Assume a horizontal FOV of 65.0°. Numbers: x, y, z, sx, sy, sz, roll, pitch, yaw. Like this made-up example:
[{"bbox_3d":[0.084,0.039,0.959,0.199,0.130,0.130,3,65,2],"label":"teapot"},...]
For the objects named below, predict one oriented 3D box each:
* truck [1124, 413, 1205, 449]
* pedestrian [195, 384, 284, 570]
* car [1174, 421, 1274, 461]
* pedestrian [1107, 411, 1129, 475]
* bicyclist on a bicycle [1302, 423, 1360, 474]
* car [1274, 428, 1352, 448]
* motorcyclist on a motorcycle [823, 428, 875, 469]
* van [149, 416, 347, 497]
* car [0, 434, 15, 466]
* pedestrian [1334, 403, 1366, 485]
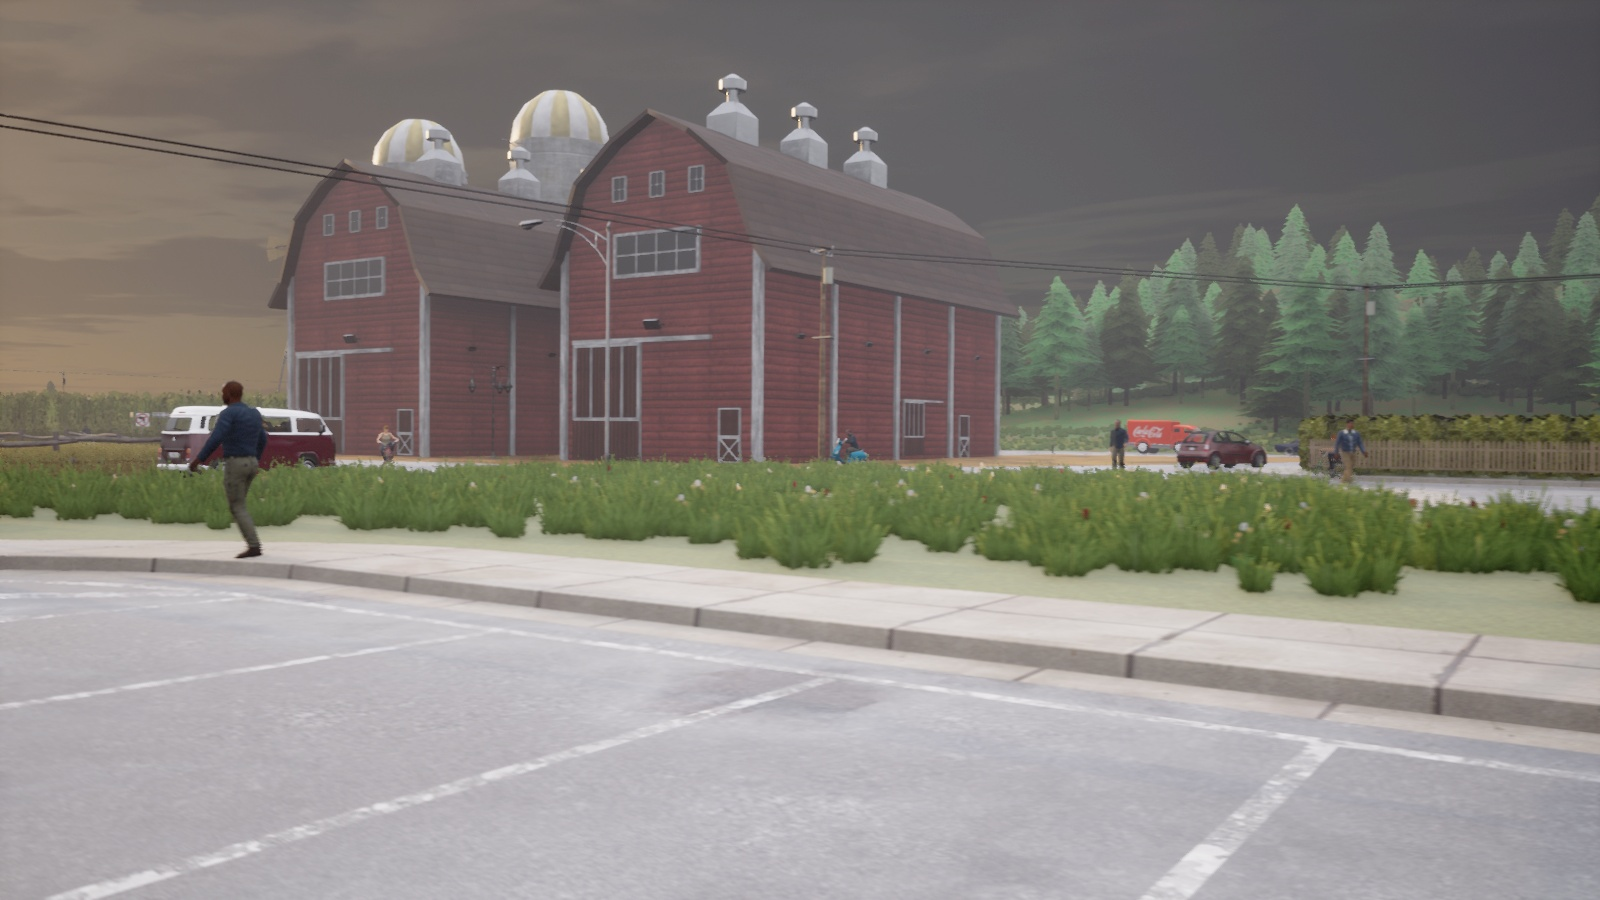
[{"bbox_3d":[27.076,-1.444,93.350,5.204,2.467,2.627,3,2,34],"label":"truck"},{"bbox_3d":[-5.660,0.265,12.692,0.726,1.835,0.370,0,1,15],"label":"pedestrian"},{"bbox_3d":[17.999,-0.381,53.237,3.988,1.617,1.851,-1,1,-30],"label":"car"},{"bbox_3d":[9.323,-0.200,36.771,0.402,1.842,0.726,0,1,33],"label":"pedestrian"},{"bbox_3d":[17.127,-0.040,40.499,1.509,1.612,0.866,0,-1,41],"label":"bicyclist on a bicycle"},{"bbox_3d":[35.676,-0.824,87.412,4.718,1.301,1.895,0,1,35],"label":"car"},{"bbox_3d":[1.920,-0.068,49.201,1.817,1.590,0.866,-1,1,-22],"label":"motorcyclist on a motorcycle"},{"bbox_3d":[-14.890,0.124,34.107,2.069,2.038,4.480,0,1,34],"label":"van"},{"bbox_3d":[-43.525,0.024,64.485,5.027,1.651,2.152,-1,1,-16],"label":"car"},{"bbox_3d":[13.315,-0.149,30.414,0.423,1.949,0.788,-1,1,1],"label":"pedestrian"}]
